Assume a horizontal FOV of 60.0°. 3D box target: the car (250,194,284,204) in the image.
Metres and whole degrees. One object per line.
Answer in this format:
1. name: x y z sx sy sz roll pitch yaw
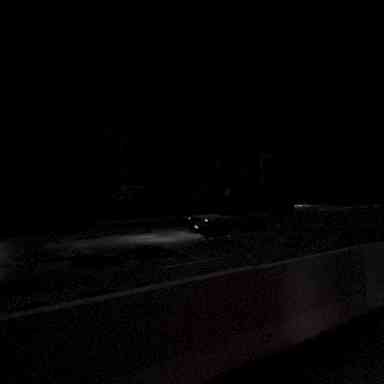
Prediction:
1. car: 9.067 1.086 44.196 2.033 1.411 5.357 -1 1 -35

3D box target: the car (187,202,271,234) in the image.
1. car: 2.051 1.450 18.239 4.718 1.301 1.895 -1 1 -34

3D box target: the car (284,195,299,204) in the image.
1. car: 12.062 1.033 46.020 2.033 1.411 5.357 -1 1 -35

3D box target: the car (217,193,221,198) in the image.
1. car: 5.427 0.876 70.310 1.994 1.385 4.181 -1 1 -6
